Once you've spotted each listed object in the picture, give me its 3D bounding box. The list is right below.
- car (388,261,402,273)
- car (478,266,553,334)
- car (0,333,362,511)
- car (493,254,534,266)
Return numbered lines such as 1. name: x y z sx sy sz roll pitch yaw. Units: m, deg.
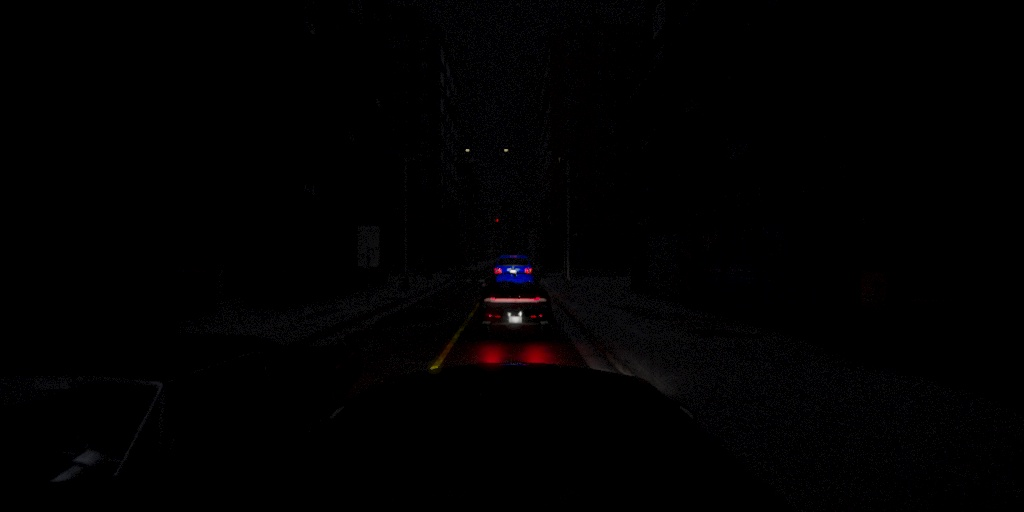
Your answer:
1. car: -14.695 1.186 40.482 4.313 1.339 1.948 0 0 0
2. car: 0.090 1.217 10.522 2.128 1.511 4.902 0 0 0
3. car: -2.851 1.349 2.355 1.895 1.301 4.718 0 0 0
4. car: 0.085 0.920 20.833 2.150 2.045 5.566 0 0 0
